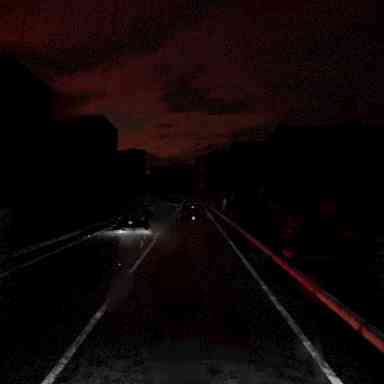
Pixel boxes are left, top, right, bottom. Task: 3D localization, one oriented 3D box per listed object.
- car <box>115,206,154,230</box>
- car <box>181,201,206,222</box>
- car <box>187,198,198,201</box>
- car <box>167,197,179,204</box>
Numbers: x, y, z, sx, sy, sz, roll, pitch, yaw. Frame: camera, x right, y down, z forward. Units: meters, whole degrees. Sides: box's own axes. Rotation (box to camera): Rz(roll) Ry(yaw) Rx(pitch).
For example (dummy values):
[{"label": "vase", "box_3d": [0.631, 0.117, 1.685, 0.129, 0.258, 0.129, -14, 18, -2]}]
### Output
[{"label": "car", "box_3d": [-3.576, 1.587, 21.329, 1.994, 1.385, 4.181, 0, 0, 0]}, {"label": "car", "box_3d": [0.104, 1.636, 26.804, 1.895, 1.301, 4.718, 0, 0, 0]}, {"label": "car", "box_3d": [0.089, 1.564, 42.932, 1.837, 1.490, 4.892, 0, 0, 0]}, {"label": "car", "box_3d": [-3.556, 1.539, 62.552, 1.895, 1.301, 4.718, 0, 1, 0]}]
